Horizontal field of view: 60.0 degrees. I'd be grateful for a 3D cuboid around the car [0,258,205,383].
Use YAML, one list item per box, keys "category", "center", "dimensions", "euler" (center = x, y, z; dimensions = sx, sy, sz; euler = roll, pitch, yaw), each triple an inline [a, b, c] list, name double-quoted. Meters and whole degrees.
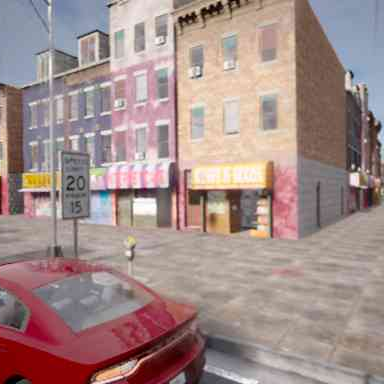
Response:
- category: "car"
  center: [-2.003, 1.513, 4.110]
  dimensions: [4.507, 1.381, 1.887]
  euler: [0, 0, 33]
